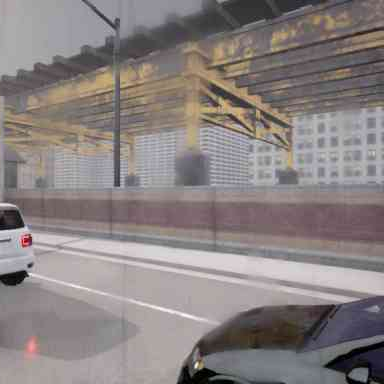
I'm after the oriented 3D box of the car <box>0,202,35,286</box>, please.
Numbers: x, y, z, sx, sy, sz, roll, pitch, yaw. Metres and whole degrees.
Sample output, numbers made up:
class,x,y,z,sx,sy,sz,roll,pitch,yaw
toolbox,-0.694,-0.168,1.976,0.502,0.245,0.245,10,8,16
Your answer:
class,x,y,z,sx,sy,sz,roll,pitch,yaw
car,-6.186,1.246,8.314,5.566,2.045,2.150,0,0,36

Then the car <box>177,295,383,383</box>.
class,x,y,z,sx,sy,sz,roll,pitch,yaw
car,1.913,1.576,2.637,4.181,1.385,1.994,0,0,35
